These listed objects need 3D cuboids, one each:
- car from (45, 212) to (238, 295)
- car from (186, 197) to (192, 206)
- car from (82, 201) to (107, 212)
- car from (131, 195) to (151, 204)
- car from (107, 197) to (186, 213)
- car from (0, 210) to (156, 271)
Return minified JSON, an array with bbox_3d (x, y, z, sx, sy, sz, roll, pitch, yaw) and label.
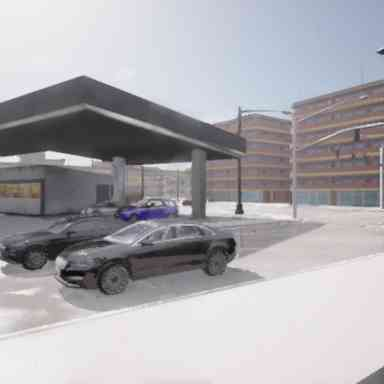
[{"bbox_3d":[-0.977,1.501,8.800,4.902,1.511,2.128,0,0,-35],"label":"car"},{"bbox_3d":[0.336,1.596,52.610,1.812,1.442,4.674,0,0,-36],"label":"car"},{"bbox_3d":[-7.121,1.480,27.602,3.806,1.475,1.970,0,0,-35],"label":"car"},{"bbox_3d":[-10.383,1.486,67.276,2.097,1.767,4.553,0,0,-36],"label":"car"},{"bbox_3d":[-3.164,1.320,23.368,4.611,1.667,2.242,0,0,-35],"label":"car"},{"bbox_3d":[-3.742,1.534,11.124,4.674,1.442,1.812,0,0,-36],"label":"car"}]
